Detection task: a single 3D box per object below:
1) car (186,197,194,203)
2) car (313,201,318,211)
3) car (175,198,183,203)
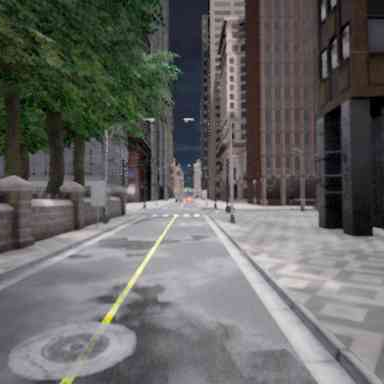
[{"bbox_3d":[-0.631,2.059,89.795,2.097,1.767,4.553,0,-1,0],"label":"car"},{"bbox_3d":[17.096,1.613,40.815,4.097,1.590,1.967,0,-2,0],"label":"car"},{"bbox_3d":[-3.634,2.269,90.304,1.812,1.442,4.674,0,-1,0],"label":"car"}]
